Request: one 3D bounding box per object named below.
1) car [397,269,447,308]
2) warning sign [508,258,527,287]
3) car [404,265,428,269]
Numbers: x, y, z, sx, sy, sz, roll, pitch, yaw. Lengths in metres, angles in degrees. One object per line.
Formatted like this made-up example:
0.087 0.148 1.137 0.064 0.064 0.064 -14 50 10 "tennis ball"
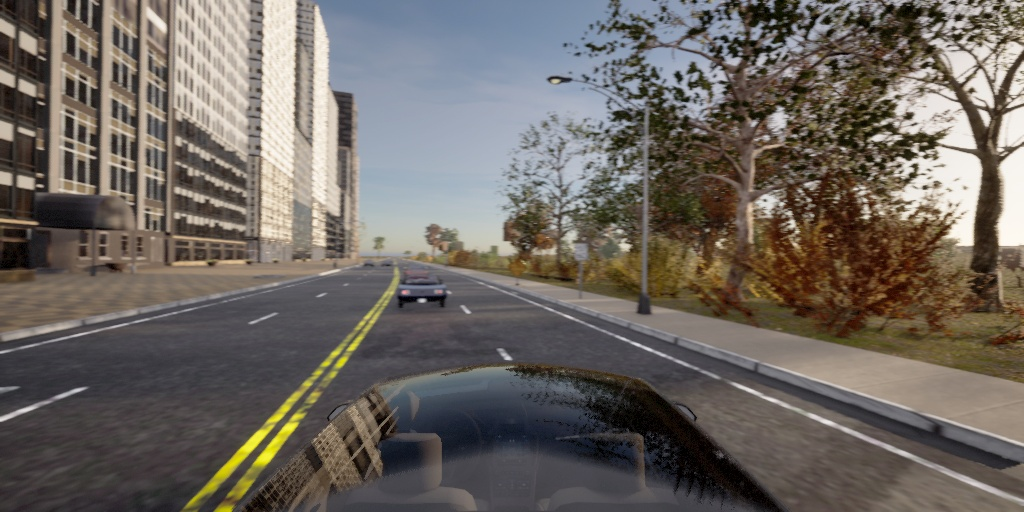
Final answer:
-3.958 1.405 15.706 1.895 1.301 4.718 1 0 -15 "car"
0.339 1.023 23.080 1.300 1.860 1.060 0 0 -16 "warning sign"
-8.115 1.420 30.366 1.994 1.385 4.181 1 0 -17 "car"
